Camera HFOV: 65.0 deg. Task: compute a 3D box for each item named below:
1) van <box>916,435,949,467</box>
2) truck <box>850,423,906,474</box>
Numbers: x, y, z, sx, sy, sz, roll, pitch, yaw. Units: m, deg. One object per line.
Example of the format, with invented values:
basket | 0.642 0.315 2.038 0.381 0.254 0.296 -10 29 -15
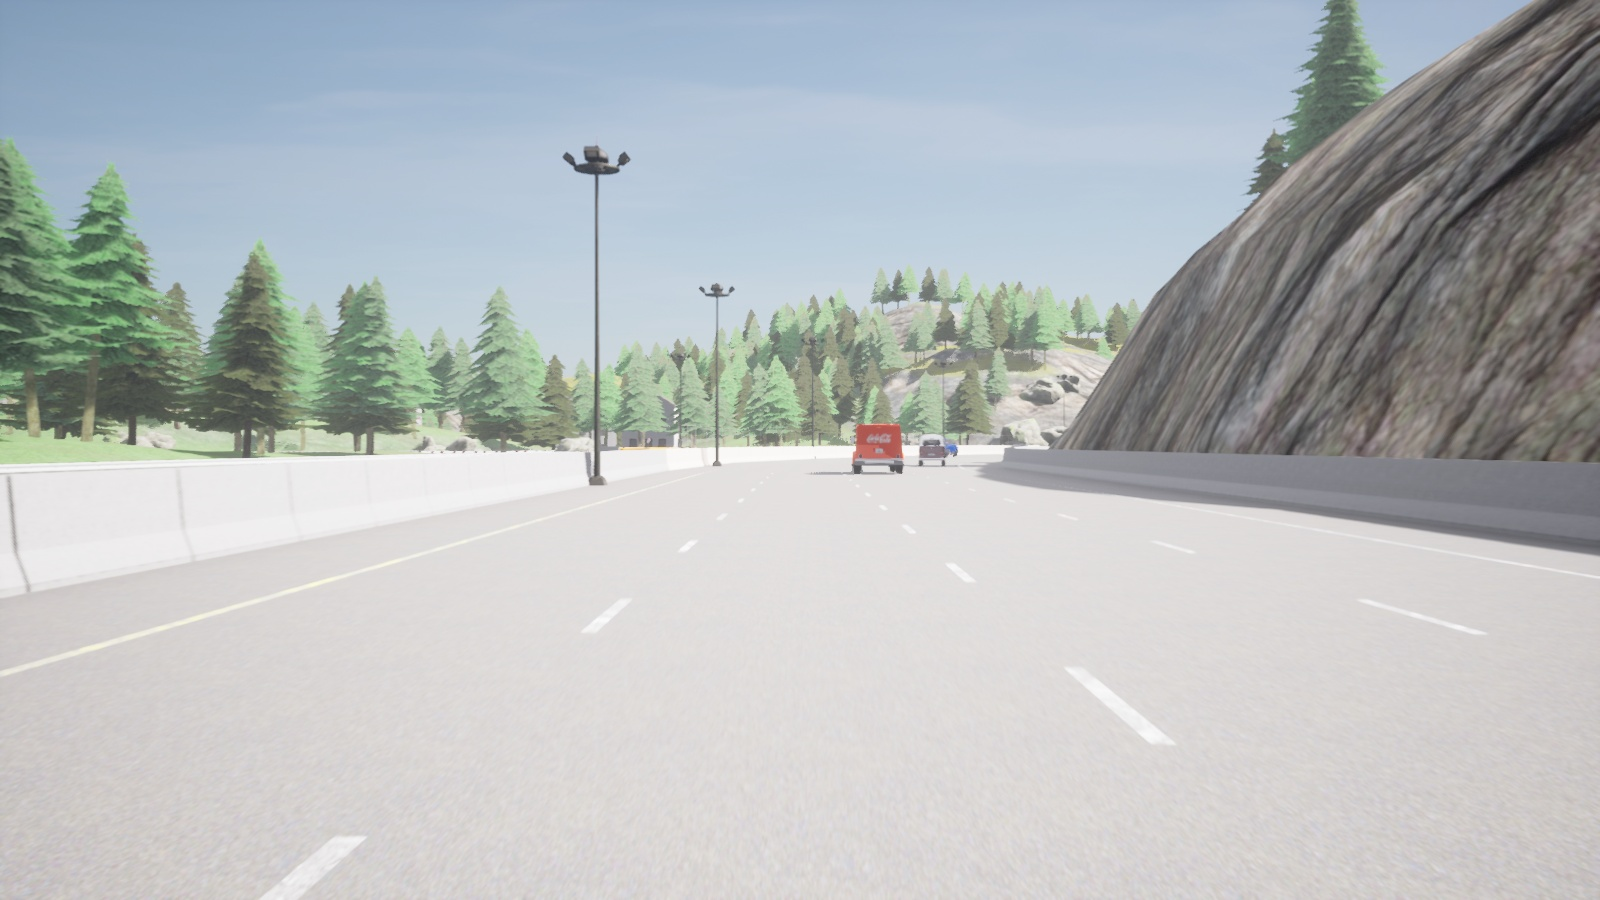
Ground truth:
van | 8.858 0.041 83.789 2.069 2.038 4.480 0 0 7
truck | 3.904 -0.069 63.737 2.627 2.467 5.204 0 0 1
